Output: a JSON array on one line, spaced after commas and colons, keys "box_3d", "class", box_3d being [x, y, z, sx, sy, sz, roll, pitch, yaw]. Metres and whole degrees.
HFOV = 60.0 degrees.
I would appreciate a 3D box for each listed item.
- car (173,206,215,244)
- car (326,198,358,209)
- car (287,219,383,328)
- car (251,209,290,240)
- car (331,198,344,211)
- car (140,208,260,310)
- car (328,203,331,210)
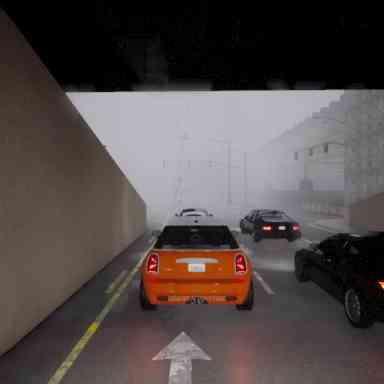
[{"box_3d": [0.099, 1.525, 16.670, 1.812, 1.442, 4.674, 0, 0, 0], "class": "car"}, {"box_3d": [17.572, 1.292, 38.874, 1.853, 1.218, 4.536, 0, 0, 45], "class": "car"}, {"box_3d": [3.586, 1.525, 6.849, 1.812, 1.442, 4.674, 0, 0, 0], "class": "car"}, {"box_3d": [3.631, 1.546, 16.341, 2.033, 1.411, 5.357, 0, 0, -3], "class": "car"}, {"box_3d": [17.431, 1.450, 34.230, 2.038, 1.542, 4.974, 0, 0, -35], "class": "car"}, {"box_3d": [0.088, 1.351, 7.993, 2.097, 1.767, 4.553, 0, 0, 0], "class": "car"}, {"box_3d": [17.535, 1.450, 38.837, 2.038, 1.542, 4.974, 0, 0, 45], "class": "car"}]
